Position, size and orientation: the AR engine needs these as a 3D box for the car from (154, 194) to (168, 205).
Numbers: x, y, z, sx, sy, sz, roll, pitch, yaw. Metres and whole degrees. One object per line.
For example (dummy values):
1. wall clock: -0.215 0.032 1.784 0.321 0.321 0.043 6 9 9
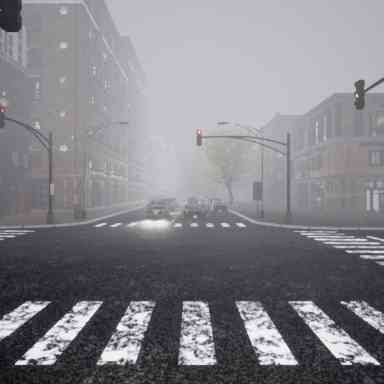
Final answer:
1. car: -5.680 1.397 62.101 2.192 1.841 5.009 0 0 0

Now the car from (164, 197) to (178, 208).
1. car: -3.077 1.583 50.371 1.812 1.442 4.674 0 0 0

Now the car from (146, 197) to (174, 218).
1. car: -3.095 1.516 30.825 2.128 1.511 4.902 0 0 0

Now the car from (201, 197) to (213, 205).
1. car: 2.702 1.633 62.097 2.008 1.369 4.403 0 0 0

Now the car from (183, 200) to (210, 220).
1. car: 0.213 1.621 28.058 1.895 1.301 4.718 0 0 -1

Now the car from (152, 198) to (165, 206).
1. car: -5.680 1.651 56.404 1.802 1.307 4.206 0 0 0

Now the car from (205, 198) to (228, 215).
1. car: 2.696 1.580 33.613 2.008 1.369 4.403 0 0 0

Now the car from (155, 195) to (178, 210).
1. car: -3.086 1.518 40.273 1.882 1.535 5.008 0 0 0

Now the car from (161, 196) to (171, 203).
1. car: -5.677 1.663 73.494 2.008 1.369 4.403 0 0 0

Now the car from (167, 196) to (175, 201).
1. car: -5.674 1.687 90.415 1.752 1.417 4.829 0 0 0

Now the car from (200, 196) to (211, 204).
1. car: 2.702 1.536 67.794 1.967 1.590 4.097 0 0 0

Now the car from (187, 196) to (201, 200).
1. car: 0.111 1.552 58.660 1.882 1.535 5.008 0 0 0

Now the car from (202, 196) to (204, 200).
1. car: 2.698 1.488 45.007 1.967 1.590 4.097 0 0 0

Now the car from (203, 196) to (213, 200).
1. car: 2.697 1.479 39.310 1.967 1.590 4.097 0 0 0

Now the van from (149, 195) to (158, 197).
1. van: -5.682 1.399 50.707 1.690 1.788 3.998 0 0 0
